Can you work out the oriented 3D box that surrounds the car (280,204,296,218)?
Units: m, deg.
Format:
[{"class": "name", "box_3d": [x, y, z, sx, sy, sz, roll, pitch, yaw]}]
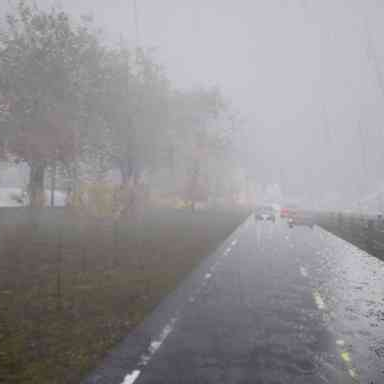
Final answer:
[{"class": "car", "box_3d": [11.739, 2.257, 39.905, 2.097, 1.767, 4.553, 2, -1, 13]}]

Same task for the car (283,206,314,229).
[{"class": "car", "box_3d": [8.963, 2.213, 27.704, 2.033, 1.411, 5.357, 2, -1, 13]}]

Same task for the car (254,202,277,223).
[{"class": "car", "box_3d": [7.104, 2.115, 32.253, 2.128, 1.511, 4.902, 2, -1, 13]}]
